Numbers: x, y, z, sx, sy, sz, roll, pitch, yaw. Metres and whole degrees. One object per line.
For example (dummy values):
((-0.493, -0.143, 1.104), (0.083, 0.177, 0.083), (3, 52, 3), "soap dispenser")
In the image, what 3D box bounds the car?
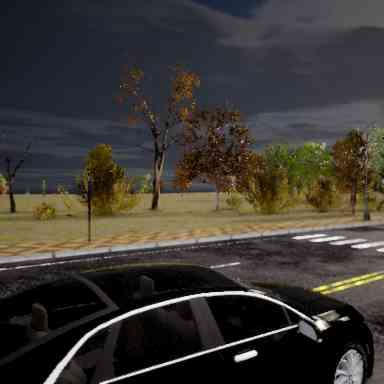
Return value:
((-0.112, 1.504, 3.300), (4.892, 1.490, 1.837), (0, 0, -35), "car")
